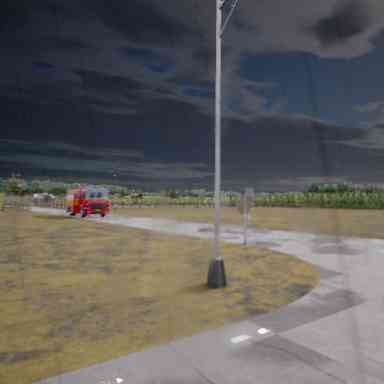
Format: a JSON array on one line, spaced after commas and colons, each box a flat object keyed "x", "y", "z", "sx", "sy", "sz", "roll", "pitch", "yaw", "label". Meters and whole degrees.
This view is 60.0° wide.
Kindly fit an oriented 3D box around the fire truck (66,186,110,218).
[{"x": -13.288, "y": 1.180, "z": 41.841, "sx": 2.891, "sy": 3.827, "sz": 8.468, "roll": 0, "pitch": -1, "yaw": -35, "label": "fire truck"}]
